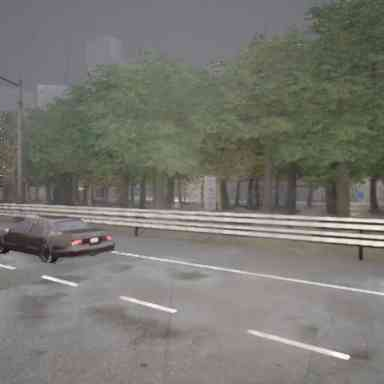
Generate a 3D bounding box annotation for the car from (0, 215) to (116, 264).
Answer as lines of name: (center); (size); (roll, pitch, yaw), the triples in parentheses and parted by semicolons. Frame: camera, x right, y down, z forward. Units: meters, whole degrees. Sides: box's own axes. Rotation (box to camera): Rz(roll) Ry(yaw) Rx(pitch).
car: (-5.080, 1.549, 11.799); (5.357, 1.411, 2.033); (0, 0, 36)
